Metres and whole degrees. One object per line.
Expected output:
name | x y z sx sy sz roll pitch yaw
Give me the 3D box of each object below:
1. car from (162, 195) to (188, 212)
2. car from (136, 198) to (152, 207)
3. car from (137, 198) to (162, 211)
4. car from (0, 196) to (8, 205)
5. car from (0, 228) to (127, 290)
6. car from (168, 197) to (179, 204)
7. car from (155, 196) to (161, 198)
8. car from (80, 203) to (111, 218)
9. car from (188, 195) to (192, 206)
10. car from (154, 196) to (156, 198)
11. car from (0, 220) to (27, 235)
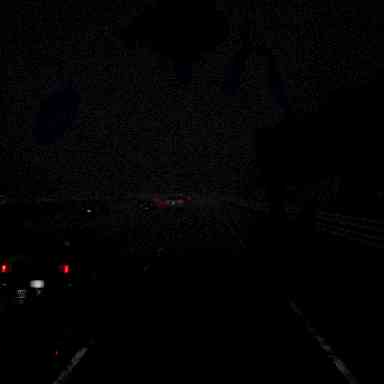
car | -2.111 1.375 42.186 2.150 2.045 5.566 0 0 2
car | -8.552 1.802 59.599 1.837 1.490 4.892 0 0 2
car | -5.560 1.783 43.771 1.895 1.301 4.718 0 0 2
car | -26.576 1.514 43.708 2.150 2.045 5.566 0 0 2
car | -3.172 1.647 9.200 1.895 1.301 4.718 0 0 2
car | -4.410 1.958 79.400 2.128 1.511 4.902 0 0 2
car | -5.053 1.839 59.478 1.994 1.385 4.181 0 0 2
car | -9.422 1.720 32.621 1.994 1.385 4.181 0 0 2
car | -1.555 1.732 59.385 1.882 1.535 5.008 0 0 2
car | -7.976 1.792 77.468 2.097 1.767 4.553 0 0 2
car | -6.625 1.619 10.783 2.033 1.411 5.357 0 0 2
